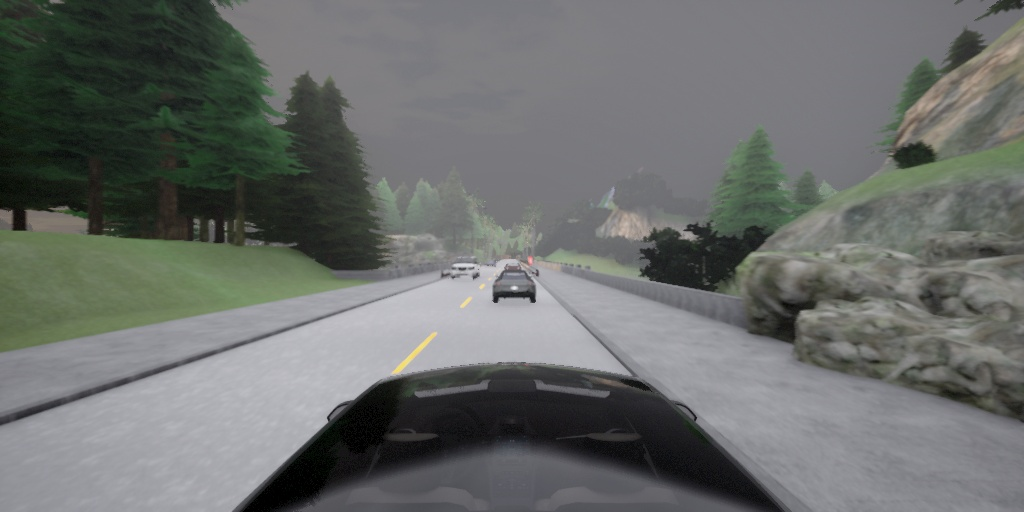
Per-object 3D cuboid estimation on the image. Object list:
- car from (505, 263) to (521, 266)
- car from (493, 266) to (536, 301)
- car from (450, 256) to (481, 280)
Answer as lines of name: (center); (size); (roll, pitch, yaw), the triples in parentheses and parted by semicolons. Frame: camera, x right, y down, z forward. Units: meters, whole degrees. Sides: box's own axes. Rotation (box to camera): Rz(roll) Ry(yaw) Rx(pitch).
car: (0.113, 1.430, 41.856); (1.895, 1.301, 4.718); (0, 0, 0)
car: (0.104, 1.345, 17.466); (1.994, 1.385, 4.181); (0, 0, 0)
car: (-4.078, 1.035, 32.189); (2.150, 2.045, 5.566); (0, 0, 0)
